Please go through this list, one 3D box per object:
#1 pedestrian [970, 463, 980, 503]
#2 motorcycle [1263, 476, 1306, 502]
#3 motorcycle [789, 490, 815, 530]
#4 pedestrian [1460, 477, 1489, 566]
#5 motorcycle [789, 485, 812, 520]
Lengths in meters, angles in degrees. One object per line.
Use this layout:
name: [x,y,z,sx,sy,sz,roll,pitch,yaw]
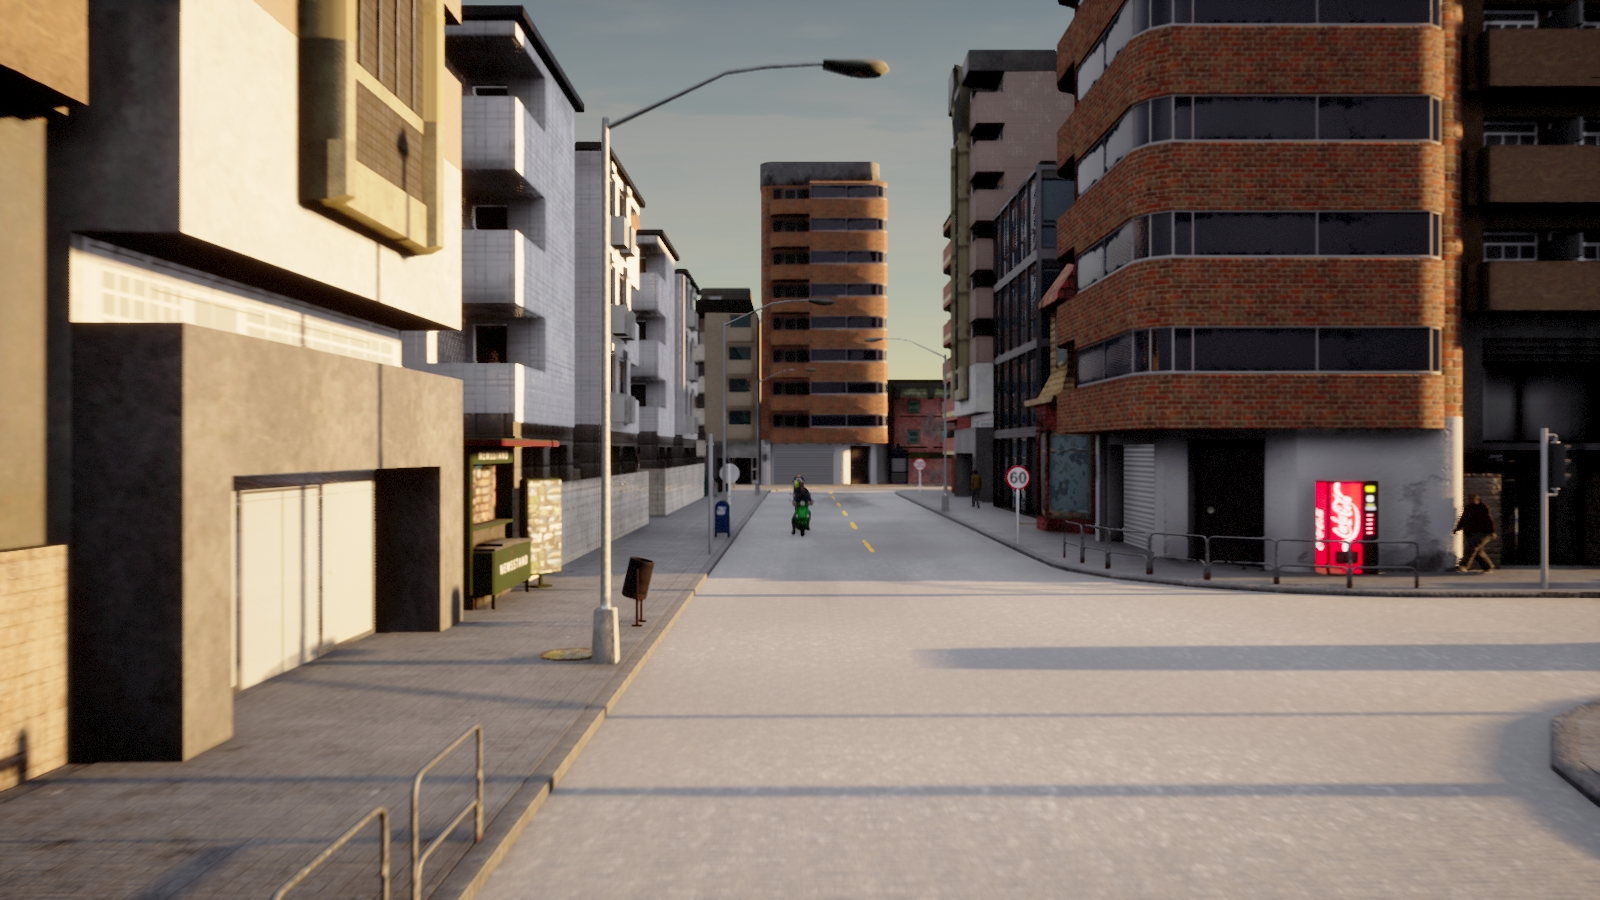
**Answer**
pedestrian: [8.097,1.523,52.842,0.375,1.860,0.375,0,0,-8]
motorcycle: [24.402,1.962,57.607,1.805,1.236,0.856,0,0,2]
motorcycle: [0.069,1.962,37.549,0.856,1.236,1.805,0,0,0]
pedestrian: [14.417,1.516,24.411,0.375,1.860,0.375,0,0,-15]
motorcycle: [0.032,1.962,42.933,0.856,1.236,1.805,0,0,0]
